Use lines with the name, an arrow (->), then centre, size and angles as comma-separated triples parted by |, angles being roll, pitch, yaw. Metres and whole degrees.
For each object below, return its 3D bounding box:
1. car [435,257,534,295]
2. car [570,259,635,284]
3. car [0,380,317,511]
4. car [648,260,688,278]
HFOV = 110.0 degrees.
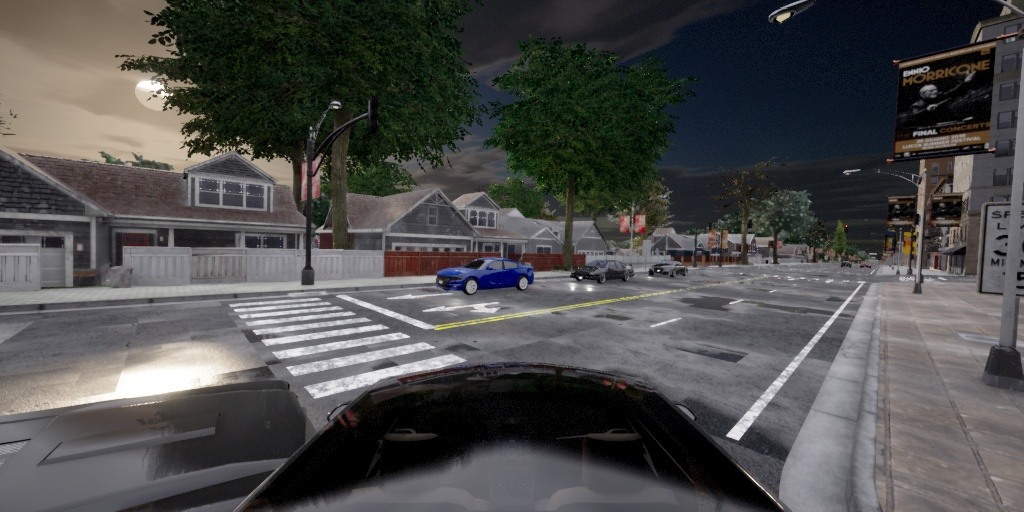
car -> -1.119, 0.816, 16.464 | 5.008, 1.535, 1.882 | 0, 2, -44
car -> 6.046, 0.941, 23.386 | 5.357, 1.411, 2.033 | 0, 2, -44
car -> -3.309, 1.290, 1.278 | 4.718, 1.301, 1.895 | 1, 2, -34
car -> 13.241, 1.017, 30.309 | 4.181, 1.385, 1.994 | 0, 2, -44
